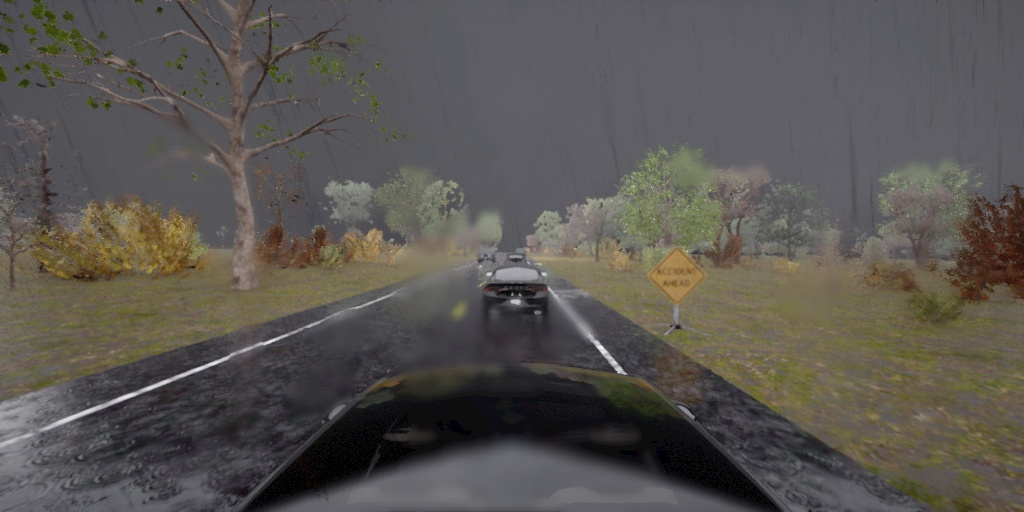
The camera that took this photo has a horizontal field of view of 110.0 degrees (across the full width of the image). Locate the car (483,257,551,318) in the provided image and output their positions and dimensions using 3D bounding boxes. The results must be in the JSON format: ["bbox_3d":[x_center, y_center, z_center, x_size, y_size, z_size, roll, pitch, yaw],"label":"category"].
[{"bbox_3d":[0.154,0.977,11.756,1.882,1.535,5.008,0,2,1],"label":"car"}]

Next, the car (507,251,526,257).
[{"bbox_3d":[0.313,0.557,30.077,1.837,1.490,4.892,0,1,1],"label":"car"}]

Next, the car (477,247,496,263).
[{"bbox_3d":[-3.222,-0.124,46.956,2.150,2.045,5.566,0,1,1],"label":"car"}]

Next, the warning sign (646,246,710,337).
[{"bbox_3d":[3.598,0.714,7.866,1.300,1.860,1.060,0,0,0],"label":"warning sign"}]
